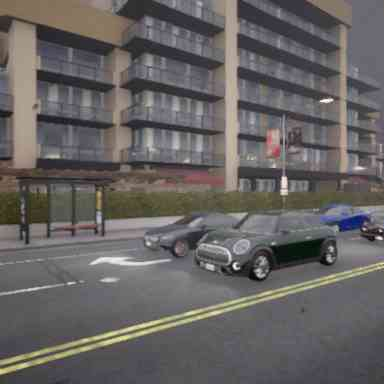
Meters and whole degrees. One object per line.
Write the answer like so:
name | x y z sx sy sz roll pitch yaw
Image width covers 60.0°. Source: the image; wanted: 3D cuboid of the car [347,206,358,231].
car | 7.963 1.470 18.298 5.008 1.535 1.882 0 0 -36

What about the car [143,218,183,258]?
car | 0.394 1.525 12.880 4.674 1.442 1.812 0 0 -36

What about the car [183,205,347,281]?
car | 2.290 1.350 9.929 4.553 1.767 2.097 0 0 -35

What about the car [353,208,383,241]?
car | 9.993 1.539 15.441 5.357 1.411 2.033 0 0 -36
